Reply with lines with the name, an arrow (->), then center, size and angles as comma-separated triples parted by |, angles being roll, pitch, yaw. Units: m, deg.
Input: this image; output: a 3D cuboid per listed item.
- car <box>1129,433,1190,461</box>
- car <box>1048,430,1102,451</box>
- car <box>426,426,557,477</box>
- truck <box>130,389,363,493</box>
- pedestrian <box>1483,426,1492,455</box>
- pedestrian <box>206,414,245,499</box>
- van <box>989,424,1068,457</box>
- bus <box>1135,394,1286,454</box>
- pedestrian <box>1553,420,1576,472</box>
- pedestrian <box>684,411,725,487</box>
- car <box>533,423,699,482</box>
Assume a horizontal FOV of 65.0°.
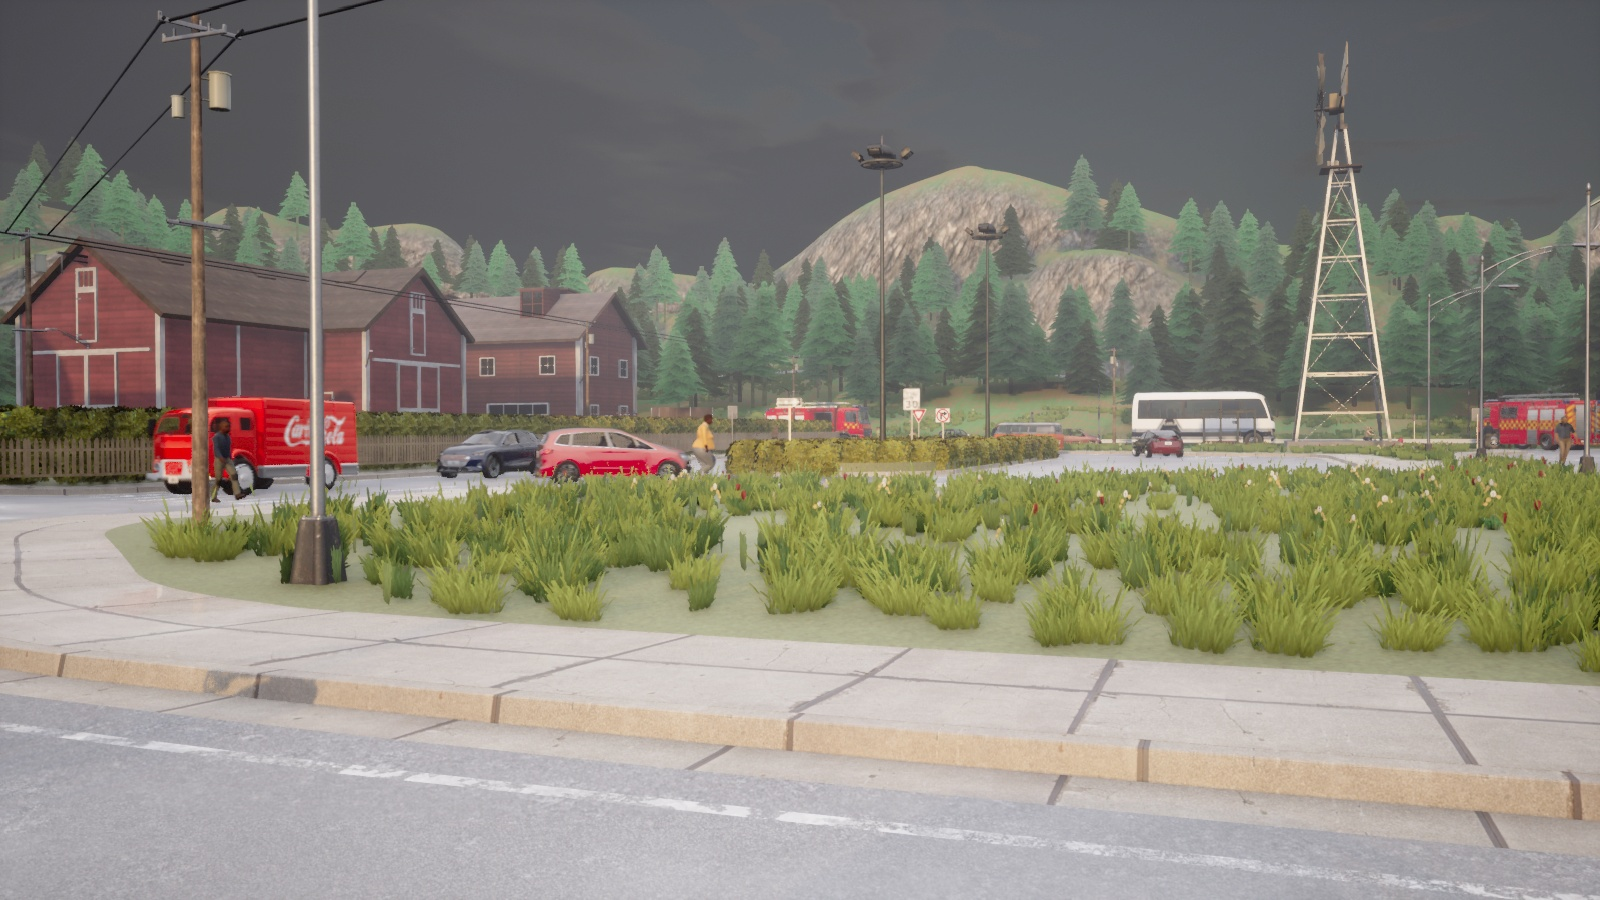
car -> 19.692, -0.205, 69.047 | 2.163, 1.488, 4.792 | 0, 1, 3
car -> 20.916, -0.727, 95.545 | 3.988, 1.617, 1.851 | 0, 1, 12
car -> -10.466, 0.029, 43.069 | 2.033, 1.649, 4.856 | 1, 1, 20
truck -> -14.211, -0.227, 32.658 | 2.627, 2.467, 5.204 | 1, 0, 21
pedestrian -> 43.229, -0.620, 78.945 | 0.370, 1.835, 0.726 | 1, 1, 20
pedestrian -> -12.519, 0.131, 27.353 | 0.726, 1.835, 0.370 | 1, 1, 24
van -> 14.079, -0.610, 77.556 | 4.442, 1.987, 1.775 | 1, 1, 33
bus -> 30.149, -1.915, 92.322 | 10.273, 4.253, 3.944 | 1, 1, 20
pedestrian -> 27.360, -0.135, 44.955 | 0.540, 1.848, 0.694 | 1, 1, 20
pedestrian -> -2.388, -0.030, 31.406 | 0.900, 1.855, 0.874 | 0, 1, -12
car -> -5.452, 0.057, 37.055 | 4.611, 1.667, 2.242 | 0, 1, -15
